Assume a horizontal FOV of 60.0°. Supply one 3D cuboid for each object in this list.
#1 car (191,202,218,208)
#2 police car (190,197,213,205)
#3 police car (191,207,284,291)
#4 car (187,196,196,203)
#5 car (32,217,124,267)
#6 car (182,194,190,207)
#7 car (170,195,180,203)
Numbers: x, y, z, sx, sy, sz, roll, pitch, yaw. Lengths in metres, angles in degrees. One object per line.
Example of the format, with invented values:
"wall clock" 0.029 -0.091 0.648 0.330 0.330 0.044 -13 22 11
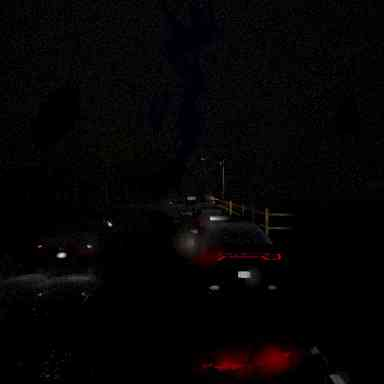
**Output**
"car" 1.009 1.536 19.065 1.812 1.442 4.674 0 0 0
"police car" 0.996 1.436 25.180 1.930 1.638 5.238 0 0 0
"police car" 1.030 1.432 9.167 1.930 1.638 5.238 0 0 0
"car" -0.149 1.592 69.562 1.895 1.301 4.718 0 0 0
"car" -3.626 1.571 11.253 1.994 1.385 4.181 0 0 0
"car" -0.047 1.501 50.928 2.128 1.511 4.902 0 0 0
"car" -3.653 1.495 70.943 1.837 1.490 4.892 0 0 0
